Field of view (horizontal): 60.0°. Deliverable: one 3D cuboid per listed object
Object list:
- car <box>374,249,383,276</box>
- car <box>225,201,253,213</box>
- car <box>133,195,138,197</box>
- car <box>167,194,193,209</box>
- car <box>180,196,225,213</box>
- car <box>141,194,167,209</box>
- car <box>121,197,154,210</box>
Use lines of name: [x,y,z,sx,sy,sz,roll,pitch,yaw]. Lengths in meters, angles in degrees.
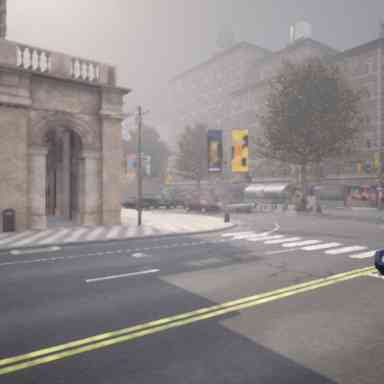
car: [6.755,1.628,8.564,4.718,1.301,1.895,0,0,-35]
car: [4.813,1.671,38.392,1.895,1.301,4.718,0,0,-35]
car: [-10.812,1.627,54.555,1.994,1.385,4.181,0,0,-35]
car: [-0.806,1.292,46.381,2.150,2.045,5.566,0,0,-35]
car: [1.060,1.539,37.645,1.882,1.535,5.008,0,0,-35]
car: [-4.978,1.285,46.225,2.150,2.045,5.566,0,0,-35]
car: [-7.286,1.649,44.029,1.895,1.301,4.718,0,0,-35]
